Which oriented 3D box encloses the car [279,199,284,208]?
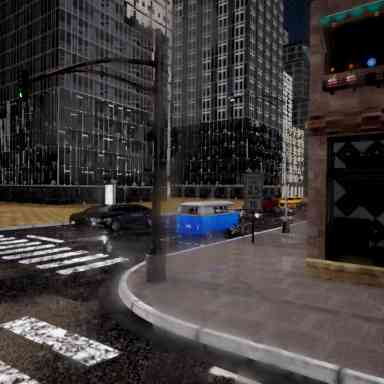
[{"bbox_3d":[10.165,1.293,44.363,1.967,1.590,4.097,1,1,36],"label":"car"}]

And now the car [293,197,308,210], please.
[{"bbox_3d":[14.204,1.542,40.058,1.895,1.301,4.718,1,1,36],"label":"car"}]

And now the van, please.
[{"bbox_3d":[0.915,1.368,16.979,1.690,1.788,3.998,1,1,36],"label":"van"}]

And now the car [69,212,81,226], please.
[{"bbox_3d":[-5.908,1.467,21.851,1.947,1.339,4.313,1,1,36],"label":"car"}]

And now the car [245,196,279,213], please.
[{"bbox_3d":[7.131,1.258,35.637,2.097,1.767,4.553,1,1,36],"label":"car"}]

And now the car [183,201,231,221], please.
[{"bbox_3d":[1.302,1.487,27.502,1.994,1.385,4.181,1,1,35],"label":"car"}]

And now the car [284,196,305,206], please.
[{"bbox_3d":[16.496,1.363,53.232,1.752,1.417,4.829,1,1,36],"label":"car"}]

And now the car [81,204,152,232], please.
[{"bbox_3d":[-3.971,1.466,20.102,1.812,1.442,4.674,1,1,37],"label":"car"}]

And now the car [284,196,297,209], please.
[{"bbox_3d":[12.993,1.368,43.784,1.882,1.535,5.008,1,1,36],"label":"car"}]
